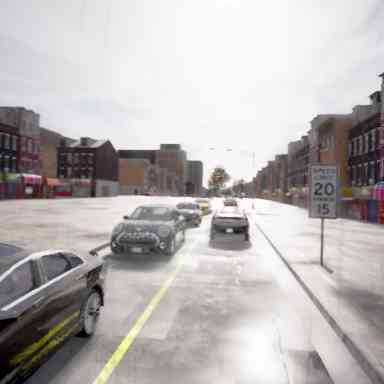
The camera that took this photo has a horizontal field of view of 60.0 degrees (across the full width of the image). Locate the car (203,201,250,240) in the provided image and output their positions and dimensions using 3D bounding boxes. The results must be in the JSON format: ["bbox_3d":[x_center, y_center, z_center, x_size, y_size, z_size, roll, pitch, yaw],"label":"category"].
[{"bbox_3d":[1.955,1.485,17.097,2.128,1.511,4.902,1,0,7],"label":"car"}]

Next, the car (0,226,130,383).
[{"bbox_3d":[-2.549,1.419,3.788,2.128,1.511,4.902,1,0,7],"label":"car"}]

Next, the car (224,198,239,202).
[{"bbox_3d":[4.727,1.476,41.116,1.837,1.490,4.892,1,1,7],"label":"car"}]

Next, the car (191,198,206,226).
[{"bbox_3d":[-0.334,1.422,22.849,1.837,1.490,4.892,1,0,7],"label":"car"}]

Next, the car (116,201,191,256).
[{"bbox_3d":[-1.494,1.276,12.907,2.097,1.767,4.553,1,0,7],"label":"car"}]

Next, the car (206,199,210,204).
[{"bbox_3d":[0.917,1.385,33.299,1.882,1.535,5.008,1,0,7],"label":"car"}]
